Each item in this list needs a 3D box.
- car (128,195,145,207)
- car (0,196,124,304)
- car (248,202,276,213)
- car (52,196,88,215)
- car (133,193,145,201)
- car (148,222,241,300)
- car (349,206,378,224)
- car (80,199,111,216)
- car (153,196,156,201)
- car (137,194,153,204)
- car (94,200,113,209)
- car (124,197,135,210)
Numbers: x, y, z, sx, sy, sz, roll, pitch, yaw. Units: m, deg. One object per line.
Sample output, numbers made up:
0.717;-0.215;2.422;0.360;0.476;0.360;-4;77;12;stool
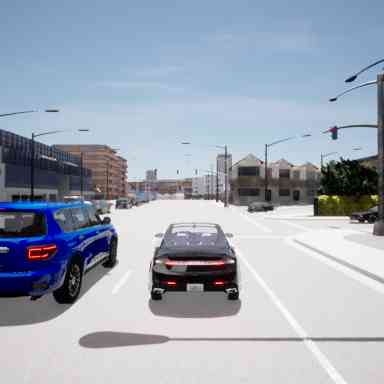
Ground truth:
-10.629;1.908;62.335;1.837;1.490;4.892;0;1;0;car
-3.442;1.239;8.343;2.150;2.045;5.566;0;0;0;car
9.116;1.943;43.370;4.181;1.385;1.994;1;-1;-44;car
-14.145;1.533;38.861;2.150;2.045;5.566;0;0;0;car
-14.104;1.415;88.621;2.150;2.045;5.566;0;0;0;car
0.059;1.506;8.387;2.128;1.511;4.902;0;0;0;car
15.071;1.686;25.515;5.357;1.411;2.033;0;-1;0;car
-10.643;1.645;37.024;2.097;1.767;4.553;0;-1;0;car
-10.603;1.710;87.397;2.128;1.511;4.902;0;0;0;car
-10.586;1.807;73.220;2.033;1.411;5.357;0;1;0;car
-14.157;2.036;53.411;1.895;1.301;4.718;0;0;-1;car
-10.653;1.927;51.781;1.837;1.490;4.892;0;0;0;car
